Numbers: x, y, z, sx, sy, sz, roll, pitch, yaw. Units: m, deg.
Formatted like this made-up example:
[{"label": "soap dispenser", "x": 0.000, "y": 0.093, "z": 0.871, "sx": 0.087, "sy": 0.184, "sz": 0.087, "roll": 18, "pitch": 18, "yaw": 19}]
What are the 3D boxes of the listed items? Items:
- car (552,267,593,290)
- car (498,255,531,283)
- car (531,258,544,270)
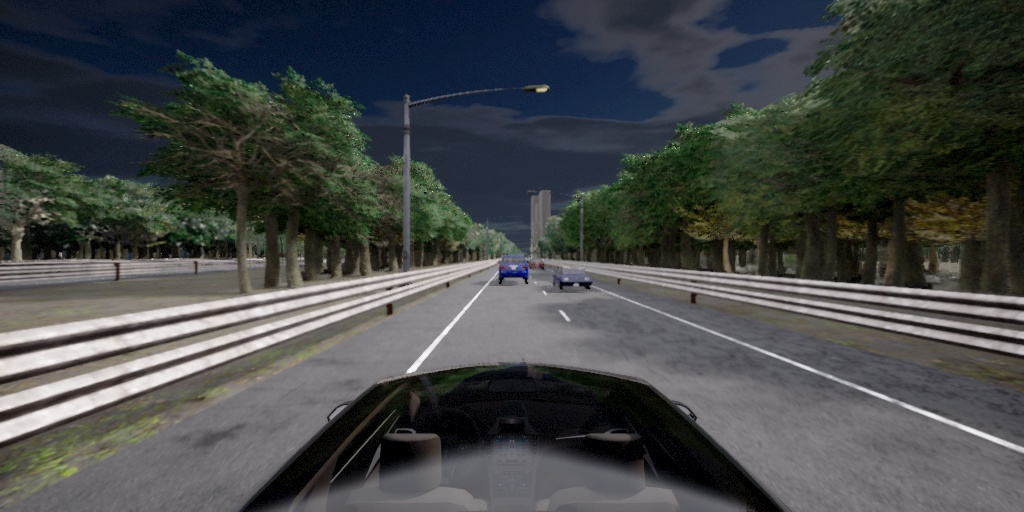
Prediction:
[{"label": "car", "x": 3.608, "y": 1.337, "z": 22.366, "sx": 1.895, "sy": 1.301, "sz": 4.718, "roll": 0, "pitch": 0, "yaw": 0}, {"label": "car", "x": 0.110, "y": 0.957, "z": 27.828, "sx": 2.150, "sy": 2.045, "sz": 5.566, "roll": 0, "pitch": 0, "yaw": 0}, {"label": "car", "x": 3.616, "y": 1.092, "z": 53.340, "sx": 2.097, "sy": 1.767, "sz": 4.553, "roll": 0, "pitch": 0, "yaw": 0}]
